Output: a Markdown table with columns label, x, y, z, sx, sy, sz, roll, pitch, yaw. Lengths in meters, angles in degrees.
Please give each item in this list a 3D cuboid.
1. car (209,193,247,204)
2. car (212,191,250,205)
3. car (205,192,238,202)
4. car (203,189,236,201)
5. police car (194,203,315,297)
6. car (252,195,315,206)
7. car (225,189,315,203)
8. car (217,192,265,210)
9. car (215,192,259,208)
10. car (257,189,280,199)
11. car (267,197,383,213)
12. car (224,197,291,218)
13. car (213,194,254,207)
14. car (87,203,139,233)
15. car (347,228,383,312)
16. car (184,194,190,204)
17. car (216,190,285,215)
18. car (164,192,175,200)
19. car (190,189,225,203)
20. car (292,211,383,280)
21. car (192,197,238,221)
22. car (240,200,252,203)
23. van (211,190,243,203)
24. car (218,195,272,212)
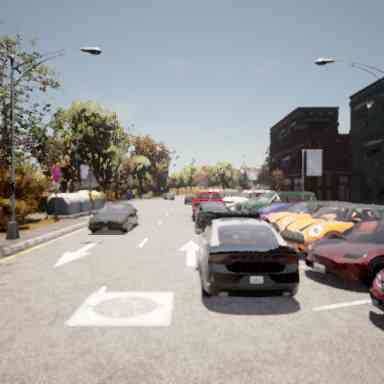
| label | x | y | z | sx | sy | sz | roll | pitch | yaw |
| --- | --- | --- | --- | --- | --- | --- | --- | --- | --- |
| car | 5.209 | 0.949 | 47.688 | 5.008 | 1.535 | 2.097 | 1 | 0 | -20 |
| car | 5.259 | 0.852 | 44.683 | 4.553 | 1.767 | 2.185 | 1 | 1 | -20 |
| car | 5.007 | 0.860 | 56.630 | 5.366 | 1.575 | 1.946 | 1 | 1 | -20 |
| car | 5.172 | 0.557 | 62.722 | 5.566 | 2.045 | 2.435 | 1 | 0 | -20 |
| police car | 1.133 | 1.314 | 8.462 | 1.930 | 1.638 | 5.238 | 0 | 1 | 0 |
| car | 5.298 | 1.174 | 14.661 | 4.553 | 1.767 | 2.185 | 1 | 1 | -20 |
| car | 5.247 | 0.977 | 20.634 | 5.566 | 2.045 | 2.435 | 1 | 1 | -20 |
| car | 5.210 | 0.939 | 35.665 | 4.553 | 1.767 | 2.185 | 1 | 0 | -20 |
| car | 5.205 | 0.909 | 38.667 | 4.553 | 1.767 | 2.185 | 1 | 0 | -20 |
| car | 18.075 | 0.419 | 78.764 | 2.435 | 2.045 | 5.566 | 0 | 1 | -22 |
| car | 5.304 | 1.210 | 11.660 | 4.553 | 1.767 | 2.185 | 1 | 1 | -20 |
| car | 5.222 | 1.190 | 26.652 | 4.792 | 1.488 | 2.163 | 1 | 1 | -20 |
| car | 5.232 | 1.046 | 41.677 | 4.674 | 1.452 | 2.002 | 1 | 1 | -20 |
| car | -4.069 | 1.316 | 18.162 | 2.033 | 1.411 | 5.357 | 0 | 1 | 0 |
| car | 5.289 | 1.452 | 5.651 | 4.674 | 1.452 | 2.002 | 1 | 1 | -20 |
| car | -0.129 | 0.961 | 46.905 | 2.128 | 1.511 | 4.902 | 0 | 0 | 0 |
| car | 5.225 | 0.876 | 29.650 | 5.566 | 2.045 | 2.435 | 1 | 1 | -20 |
| car | -4.257 | 0.819 | 63.335 | 2.128 | 1.511 | 4.902 | 0 | 1 | 0 |
| car | 1.097 | 0.924 | 24.380 | 2.150 | 2.045 | 5.566 | 0 | 1 | 0 |
| car | 5.250 | 1.402 | 8.642 | 4.792 | 1.488 | 2.163 | 1 | 1 | -20 |
| car | 1.109 | 1.246 | 18.352 | 1.882 | 1.535 | 5.008 | 0 | 1 | 0 |
| car | 5.257 | 1.303 | 17.660 | 4.674 | 1.452 | 2.002 | 1 | 0 | -20 |
| van | 5.318 | 0.696 | 50.731 | 4.442 | 1.987 | 1.878 | 1 | 0 | -20 |
| car | 5.219 | 1.126 | 32.653 | 4.792 | 1.488 | 2.163 | 1 | 1 | -20 |
